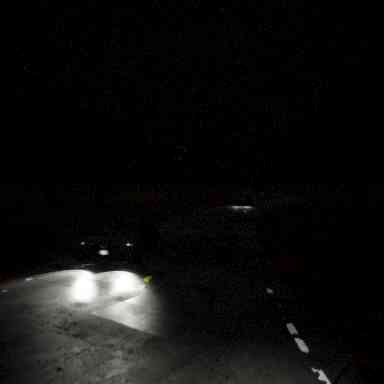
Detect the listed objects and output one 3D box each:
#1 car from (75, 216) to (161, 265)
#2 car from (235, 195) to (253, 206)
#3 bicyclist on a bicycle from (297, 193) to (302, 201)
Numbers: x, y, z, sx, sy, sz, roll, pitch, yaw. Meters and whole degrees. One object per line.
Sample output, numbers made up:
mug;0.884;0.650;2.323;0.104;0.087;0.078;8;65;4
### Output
car;-2.358;1.557;11.619;1.994;1.385;4.181;0;0;6
car;8.013;1.281;51.052;1.882;1.535;5.008;1;1;24
bicyclist on a bicycle;23.547;1.155;73.888;0.582;1.620;1.656;1;1;25
